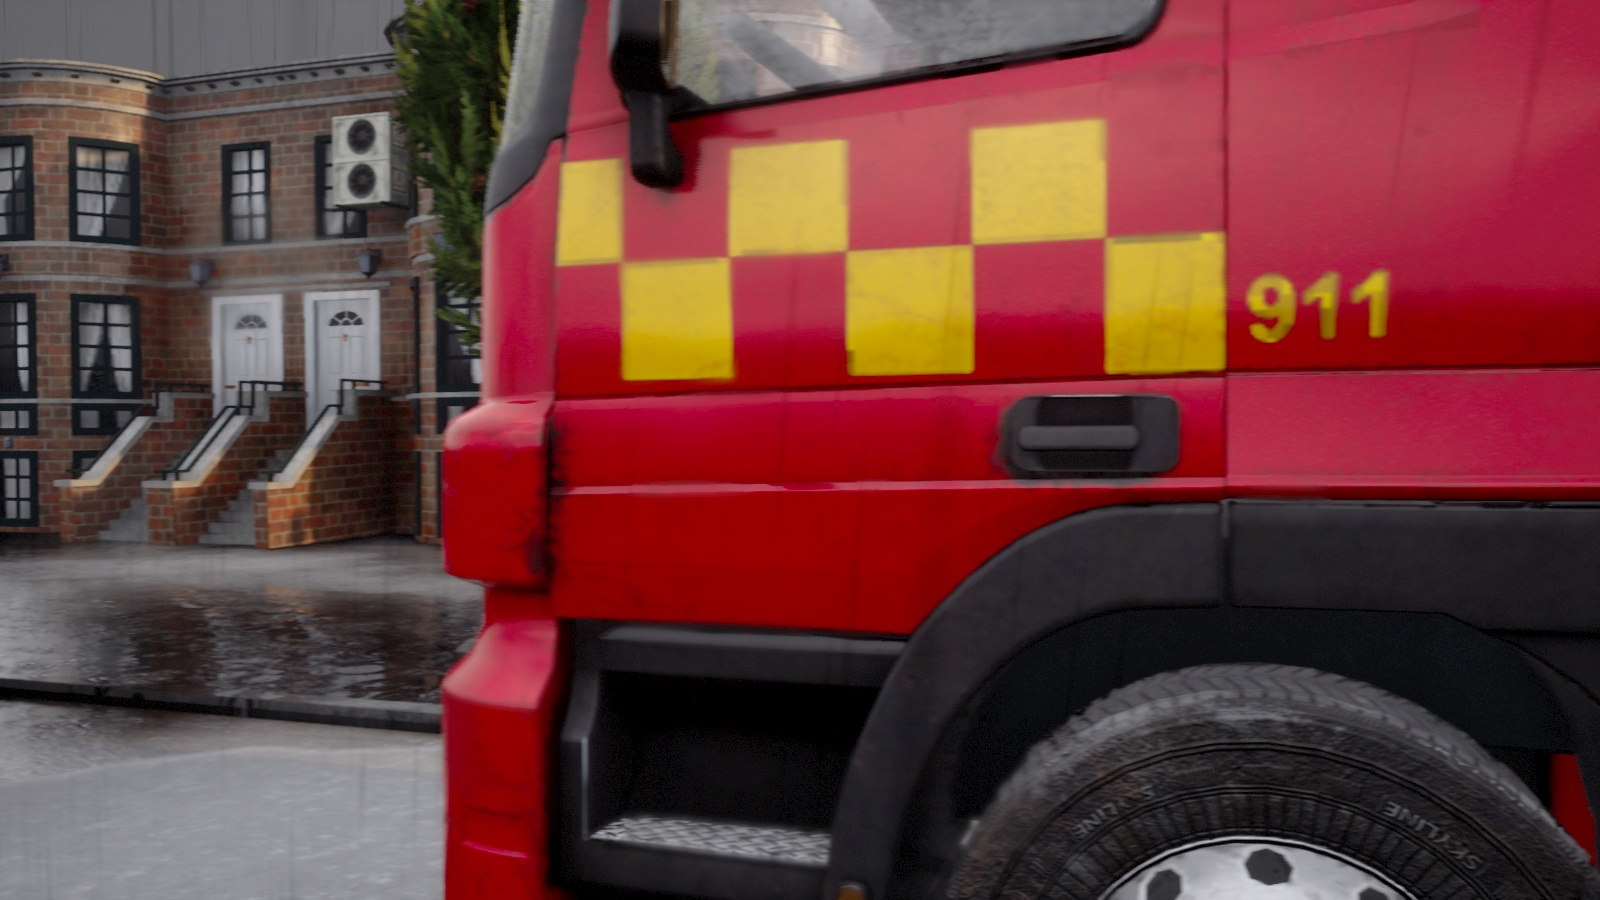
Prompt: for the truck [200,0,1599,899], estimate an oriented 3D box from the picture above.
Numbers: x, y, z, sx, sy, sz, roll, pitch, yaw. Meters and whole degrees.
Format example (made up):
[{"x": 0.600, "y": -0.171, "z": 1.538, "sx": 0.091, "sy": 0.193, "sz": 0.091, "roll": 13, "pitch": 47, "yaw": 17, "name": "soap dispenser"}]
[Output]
[{"x": 3.236, "y": -0.368, "z": 2.616, "sx": 8.468, "sy": 3.827, "sz": 2.891, "roll": 1, "pitch": 1, "yaw": 19, "name": "truck"}]
